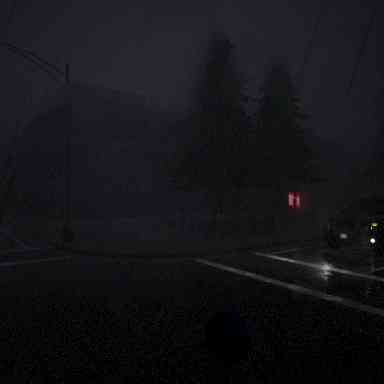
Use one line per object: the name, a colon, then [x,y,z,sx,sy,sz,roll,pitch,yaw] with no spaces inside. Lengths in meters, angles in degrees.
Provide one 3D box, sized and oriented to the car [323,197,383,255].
car: [7.729,1.248,13.728,5.566,2.045,2.150,0,0,-37]
